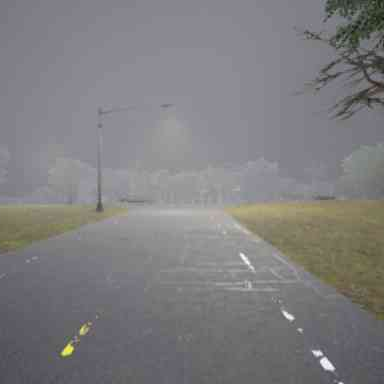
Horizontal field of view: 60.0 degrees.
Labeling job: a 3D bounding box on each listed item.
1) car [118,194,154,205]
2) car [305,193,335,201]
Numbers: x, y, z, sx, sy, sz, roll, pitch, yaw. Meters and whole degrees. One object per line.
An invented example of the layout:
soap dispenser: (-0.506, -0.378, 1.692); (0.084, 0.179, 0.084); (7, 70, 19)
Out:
car: (-7.881, 1.071, 46.959); (4.902, 1.511, 2.128); (2, -1, 0)
car: (20.922, 0.882, 54.365); (4.674, 1.442, 1.812); (-2, -3, -1)
